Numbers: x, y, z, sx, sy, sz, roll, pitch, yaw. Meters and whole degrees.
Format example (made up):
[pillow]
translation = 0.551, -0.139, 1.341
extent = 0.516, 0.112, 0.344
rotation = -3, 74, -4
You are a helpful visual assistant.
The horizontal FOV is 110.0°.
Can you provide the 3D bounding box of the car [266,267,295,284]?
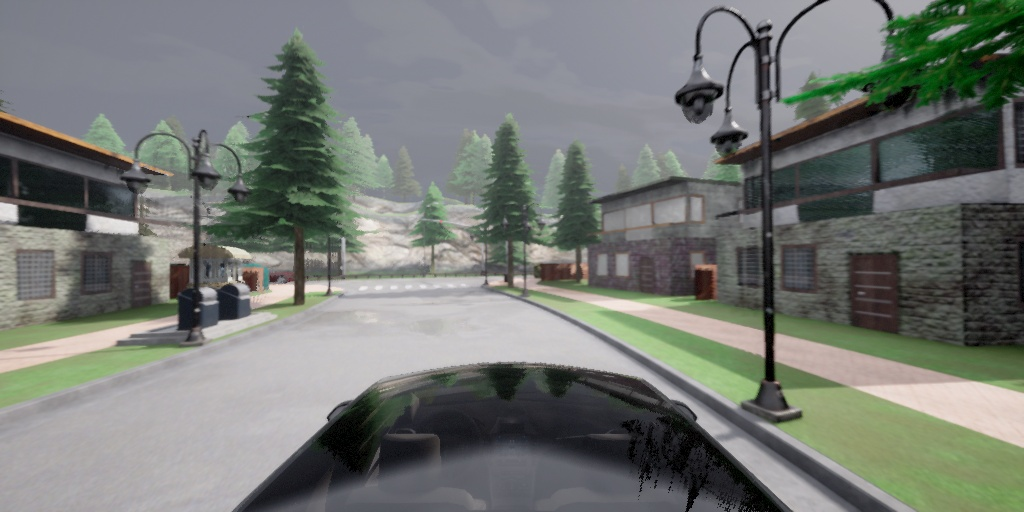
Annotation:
[car]
translation = -20.410, 1.596, 29.257
extent = 5.008, 1.535, 1.882
rotation = 0, -1, -20
